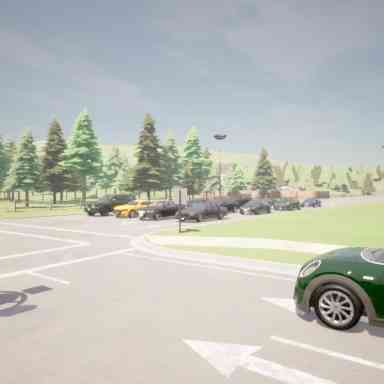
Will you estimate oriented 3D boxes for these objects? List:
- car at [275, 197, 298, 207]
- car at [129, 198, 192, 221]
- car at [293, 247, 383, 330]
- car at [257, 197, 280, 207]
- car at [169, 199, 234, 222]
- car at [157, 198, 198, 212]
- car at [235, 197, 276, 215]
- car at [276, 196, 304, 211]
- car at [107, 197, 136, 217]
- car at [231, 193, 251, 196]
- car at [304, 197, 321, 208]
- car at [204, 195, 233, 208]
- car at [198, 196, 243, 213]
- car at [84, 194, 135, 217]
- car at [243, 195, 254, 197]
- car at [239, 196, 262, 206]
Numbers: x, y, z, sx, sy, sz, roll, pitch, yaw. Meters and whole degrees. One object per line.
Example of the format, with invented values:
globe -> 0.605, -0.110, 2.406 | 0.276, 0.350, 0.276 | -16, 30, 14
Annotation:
car -> 14.549, 1.526, 50.824 | 1.812, 1.442, 4.674 | 0, 0, 37
car -> -2.482, 1.491, 27.645 | 2.128, 1.511, 4.902 | 0, 0, 36
car -> 4.059, 1.352, 5.394 | 4.553, 1.767, 2.097 | 0, 0, 35
car -> 12.398, 1.564, 53.796 | 1.994, 1.385, 4.181 | 0, 0, 37
car -> 0.906, 1.547, 26.346 | 2.033, 1.411, 5.357 | 0, 0, 36
car -> -1.687, 1.547, 40.564 | 2.033, 1.411, 5.357 | 0, 0, 36
car -> 6.585, 1.526, 34.072 | 1.812, 1.442, 4.674 | 0, 0, 36
car -> 11.812, 1.352, 41.210 | 2.097, 1.767, 4.553 | 0, 0, 36
car -> -4.872, 1.478, 30.303 | 1.882, 1.535, 5.008 | 0, 0, 36
car -> 6.426, 1.221, 45.706 | 2.150, 2.045, 5.566 | 0, 0, 36
car -> 17.724, 1.526, 49.228 | 1.812, 1.442, 4.674 | 0, 0, 37
car -> 3.948, 1.352, 48.240 | 2.097, 1.767, 4.553 | 0, 0, 36
car -> 3.077, 1.478, 35.226 | 1.882, 1.535, 5.008 | 0, 0, 36
car -> -7.705, 1.221, 32.357 | 2.150, 2.045, 5.566 | 0, 0, 36
car -> 8.657, 1.491, 42.830 | 2.128, 1.511, 4.902 | 0, 0, 36
car -> 9.986, 1.478, 56.417 | 1.882, 1.535, 5.008 | 0, 0, 37
